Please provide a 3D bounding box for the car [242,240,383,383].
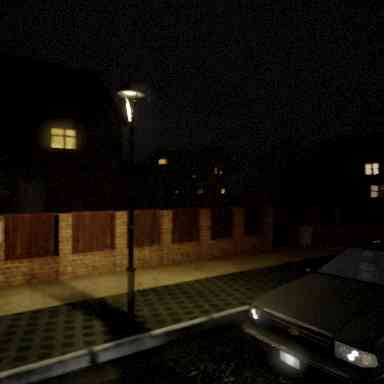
[{"bbox_3d":[3.318,1.542,5.334,5.357,1.411,2.033,0,0,-34],"label":"car"}]
